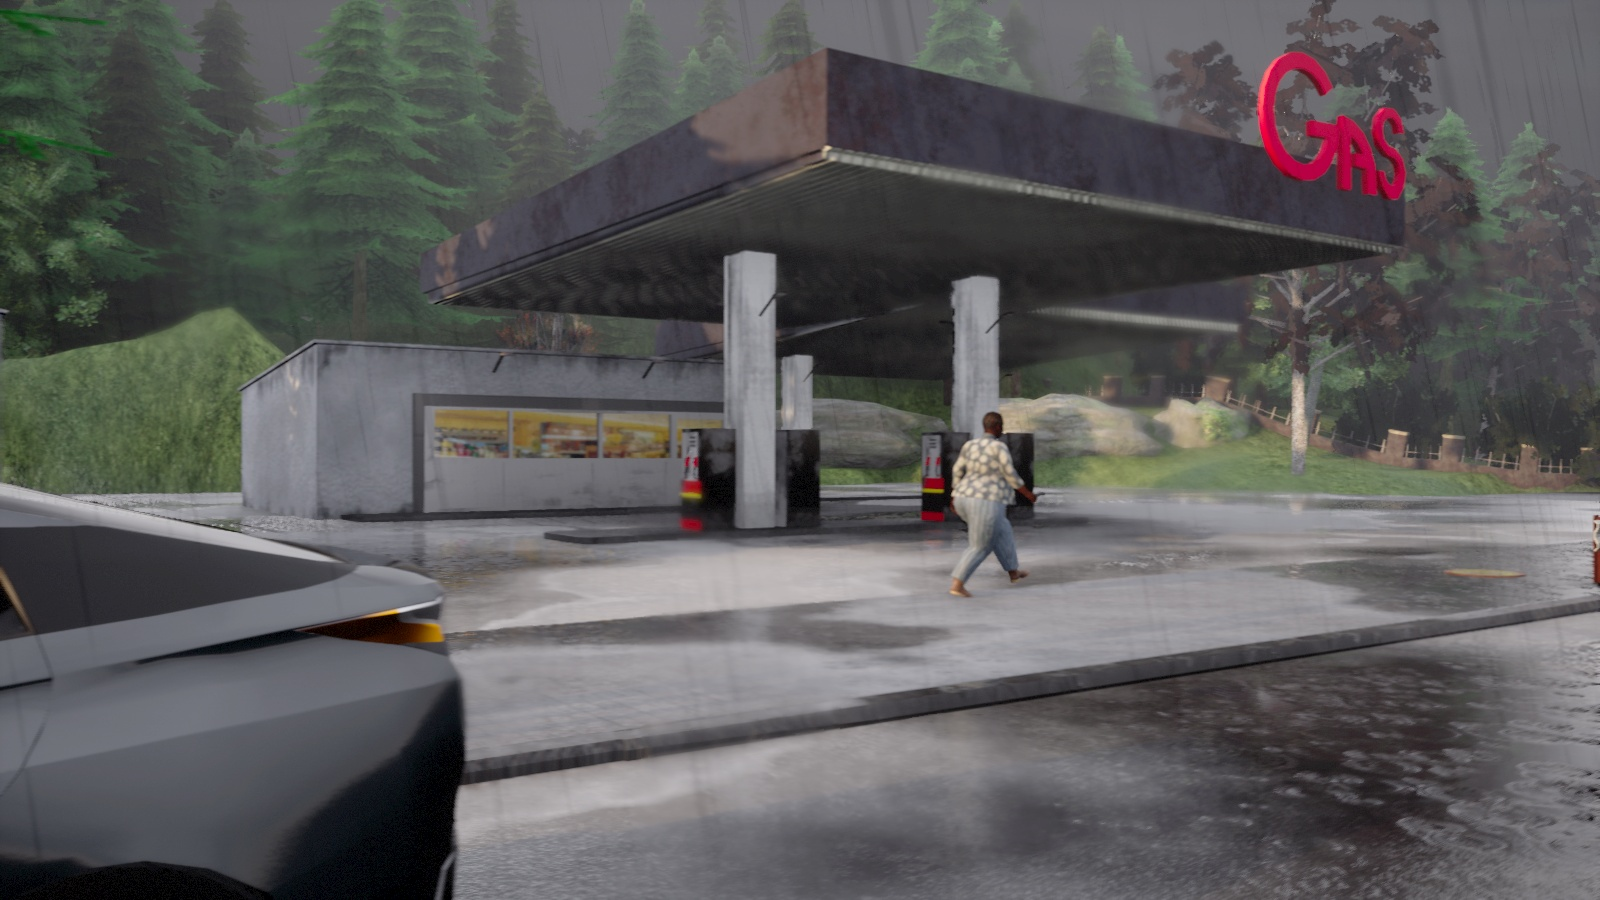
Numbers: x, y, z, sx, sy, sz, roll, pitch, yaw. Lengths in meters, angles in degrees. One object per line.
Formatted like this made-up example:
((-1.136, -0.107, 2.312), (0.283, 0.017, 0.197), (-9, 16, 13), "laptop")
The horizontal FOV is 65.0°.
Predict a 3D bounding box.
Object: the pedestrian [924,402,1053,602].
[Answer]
((1.827, 0.481, 12.226), (0.900, 1.855, 0.874), (0, 0, -26), "pedestrian")

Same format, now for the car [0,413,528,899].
((-2.999, 0.704, 2.182), (4.514, 1.525, 2.007), (0, 0, -35), "car")
